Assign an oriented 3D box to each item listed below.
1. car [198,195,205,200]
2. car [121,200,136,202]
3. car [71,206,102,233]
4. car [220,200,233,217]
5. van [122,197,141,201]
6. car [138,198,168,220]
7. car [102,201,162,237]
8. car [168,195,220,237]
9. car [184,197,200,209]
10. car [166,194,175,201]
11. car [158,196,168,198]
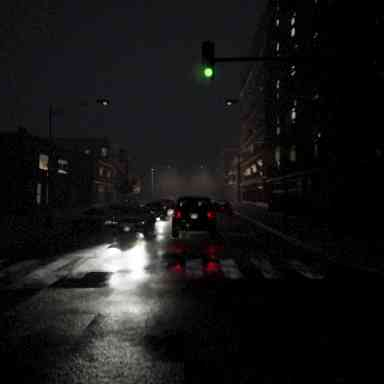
[{"bbox_3d":[2.705,1.566,93.989,1.752,1.417,4.829,1,0,0],"label":"car"},{"bbox_3d":[-5.677,1.554,25.518,1.887,1.381,4.507,1,0,0],"label":"car"},{"bbox_3d":[-5.753,1.552,19.836,1.887,1.381,4.507,1,0,0],"label":"car"},{"bbox_3d":[2.706,1.451,31.266,1.967,1.590,4.097,1,0,0],"label":"car"},{"bbox_3d":[-5.672,1.352,31.205,1.690,1.788,3.998,1,0,0],"label":"van"},{"bbox_3d":[-3.081,1.515,28.098,1.837,1.490,4.892,0,0,0],"label":"car"},{"bbox_3d":[-3.089,1.498,18.251,2.128,1.511,4.902,0,0,0],"label":"car"},{"bbox_3d":[0.100,1.228,18.036,2.150,2.045,5.566,0,0,0],"label":"car"},{"bbox_3d":[0.002,1.510,47.609,2.128,1.511,4.902,0,0,0],"label":"car"},{"bbox_3d":[-5.673,1.477,88.071,1.967,1.590,4.097,1,0,0],"label":"car"},{"bbox_3d":[-3.060,1.541,40.511,1.812,1.442,4.674,0,0,1],"label":"car"}]
